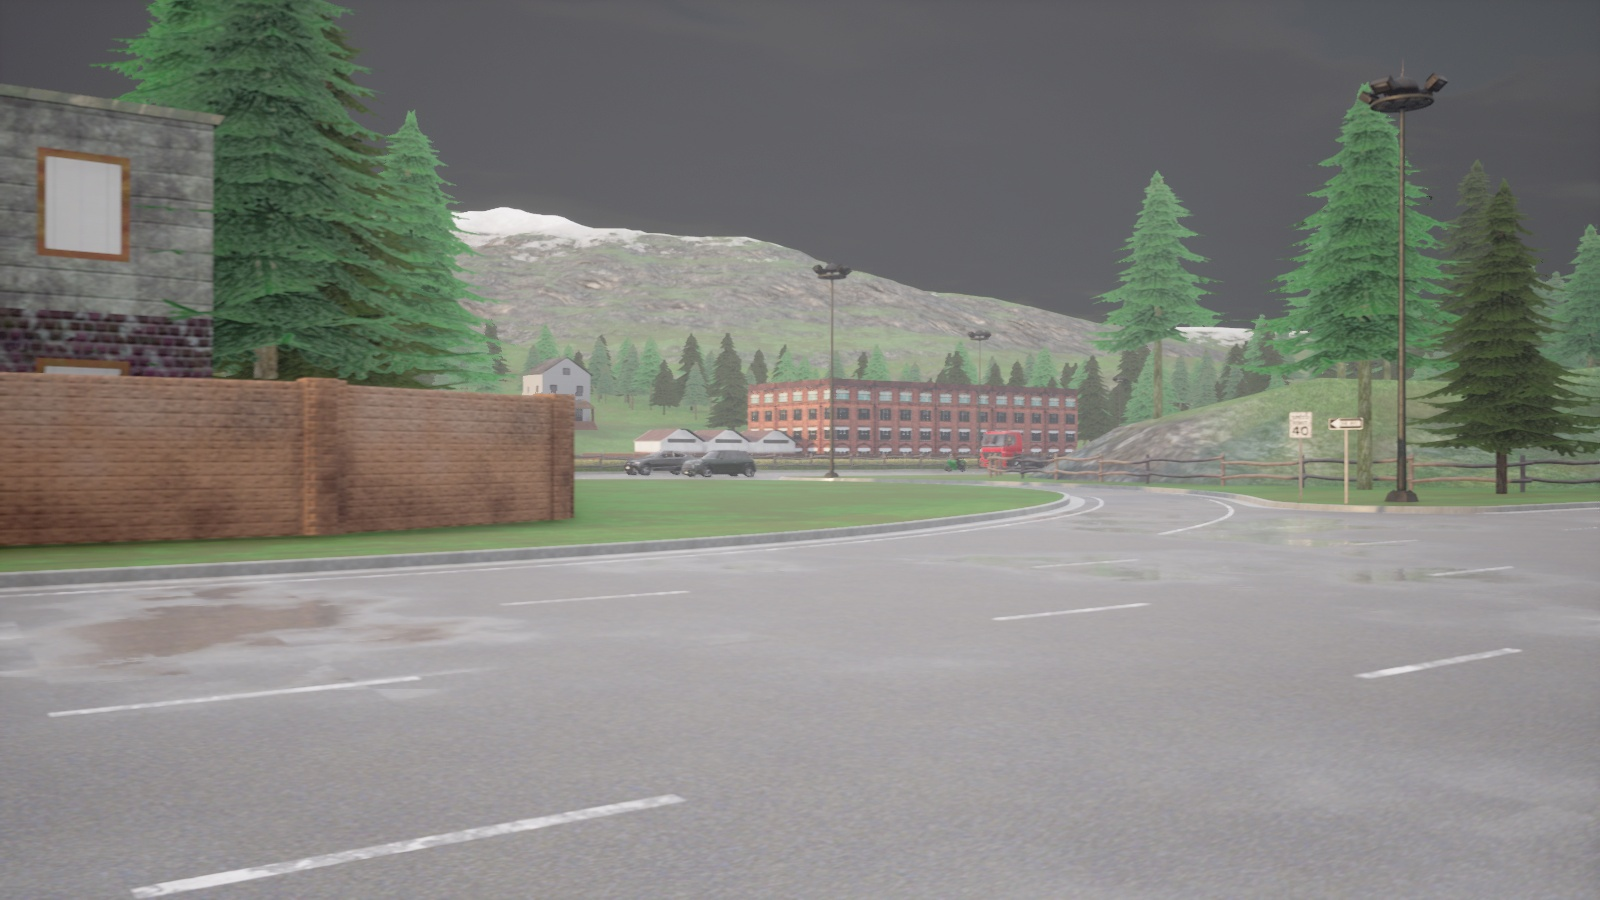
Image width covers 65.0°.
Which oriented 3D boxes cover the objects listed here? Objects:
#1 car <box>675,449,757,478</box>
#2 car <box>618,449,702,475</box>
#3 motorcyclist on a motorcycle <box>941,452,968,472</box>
[{"bbox_3d":[-5.120,0.801,76.399,4.553,1.767,2.097,0,0,-35],"label":"car"},{"bbox_3d":[-9.160,0.744,82.116,5.027,1.651,2.152,0,0,-35],"label":"car"},{"bbox_3d":[11.858,0.938,96.664,2.044,1.523,0.797,0,0,-35],"label":"motorcyclist on a motorcycle"}]
